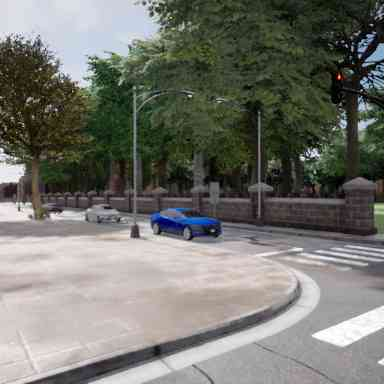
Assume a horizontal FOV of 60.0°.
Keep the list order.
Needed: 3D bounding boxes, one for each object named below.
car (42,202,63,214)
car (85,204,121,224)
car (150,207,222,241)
[{"bbox_3d":[-18.005,2.043,42.776,1.994,1.385,4.181,0,-1,-35],"label":"car"},{"bbox_3d":[-7.584,1.792,28.063,1.812,1.442,4.674,0,0,-35],"label":"car"},{"bbox_3d":[-0.444,1.621,18.052,1.882,1.535,5.008,0,0,-36],"label":"car"}]
